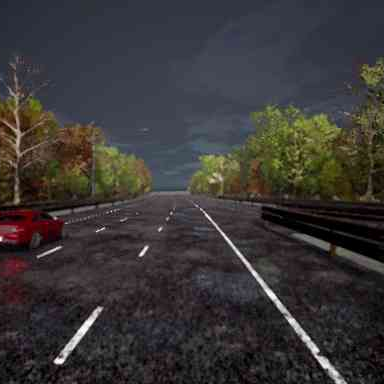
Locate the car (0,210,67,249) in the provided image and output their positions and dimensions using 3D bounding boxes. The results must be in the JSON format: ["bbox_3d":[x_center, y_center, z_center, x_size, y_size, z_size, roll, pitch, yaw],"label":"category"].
[{"bbox_3d":[-6.986,1.509,14.292,1.812,1.442,4.674,0,0,-1],"label":"car"}]
